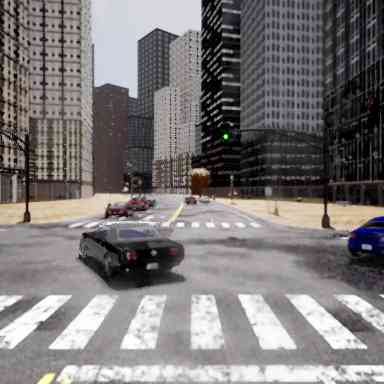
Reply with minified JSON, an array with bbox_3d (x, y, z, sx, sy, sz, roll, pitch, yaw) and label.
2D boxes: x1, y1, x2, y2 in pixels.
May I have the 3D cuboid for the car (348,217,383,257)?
[{"bbox_3d":[7.415,1.593,11.897,4.674,1.442,1.812,0,-1,-36],"label":"car"}]

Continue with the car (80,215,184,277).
[{"bbox_3d":[-2.142,1.630,10.526,1.895,1.301,4.718,0,0,-30],"label":"car"}]

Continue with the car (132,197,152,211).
[{"bbox_3d":[-6.588,1.385,40.776,2.097,1.767,4.553,0,0,0],"label":"car"}]

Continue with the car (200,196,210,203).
[{"bbox_3d":[2.714,1.541,70.745,1.812,1.442,4.674,0,0,-4],"label":"car"}]

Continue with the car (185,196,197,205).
[{"bbox_3d":[-0.094,1.552,61.407,1.812,1.442,4.674,0,0,-2],"label":"car"}]

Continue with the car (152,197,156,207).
[{"bbox_3d":[-6.584,1.522,51.066,2.128,1.511,4.902,0,0,0],"label":"car"}]

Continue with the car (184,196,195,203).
[{"bbox_3d":[-0.587,1.542,71.581,2.128,1.511,4.902,0,0,-4],"label":"car"}]

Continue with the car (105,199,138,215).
[{"bbox_3d":[-6.591,1.596,30.527,1.994,1.385,4.181,0,0,0],"label":"car"}]
